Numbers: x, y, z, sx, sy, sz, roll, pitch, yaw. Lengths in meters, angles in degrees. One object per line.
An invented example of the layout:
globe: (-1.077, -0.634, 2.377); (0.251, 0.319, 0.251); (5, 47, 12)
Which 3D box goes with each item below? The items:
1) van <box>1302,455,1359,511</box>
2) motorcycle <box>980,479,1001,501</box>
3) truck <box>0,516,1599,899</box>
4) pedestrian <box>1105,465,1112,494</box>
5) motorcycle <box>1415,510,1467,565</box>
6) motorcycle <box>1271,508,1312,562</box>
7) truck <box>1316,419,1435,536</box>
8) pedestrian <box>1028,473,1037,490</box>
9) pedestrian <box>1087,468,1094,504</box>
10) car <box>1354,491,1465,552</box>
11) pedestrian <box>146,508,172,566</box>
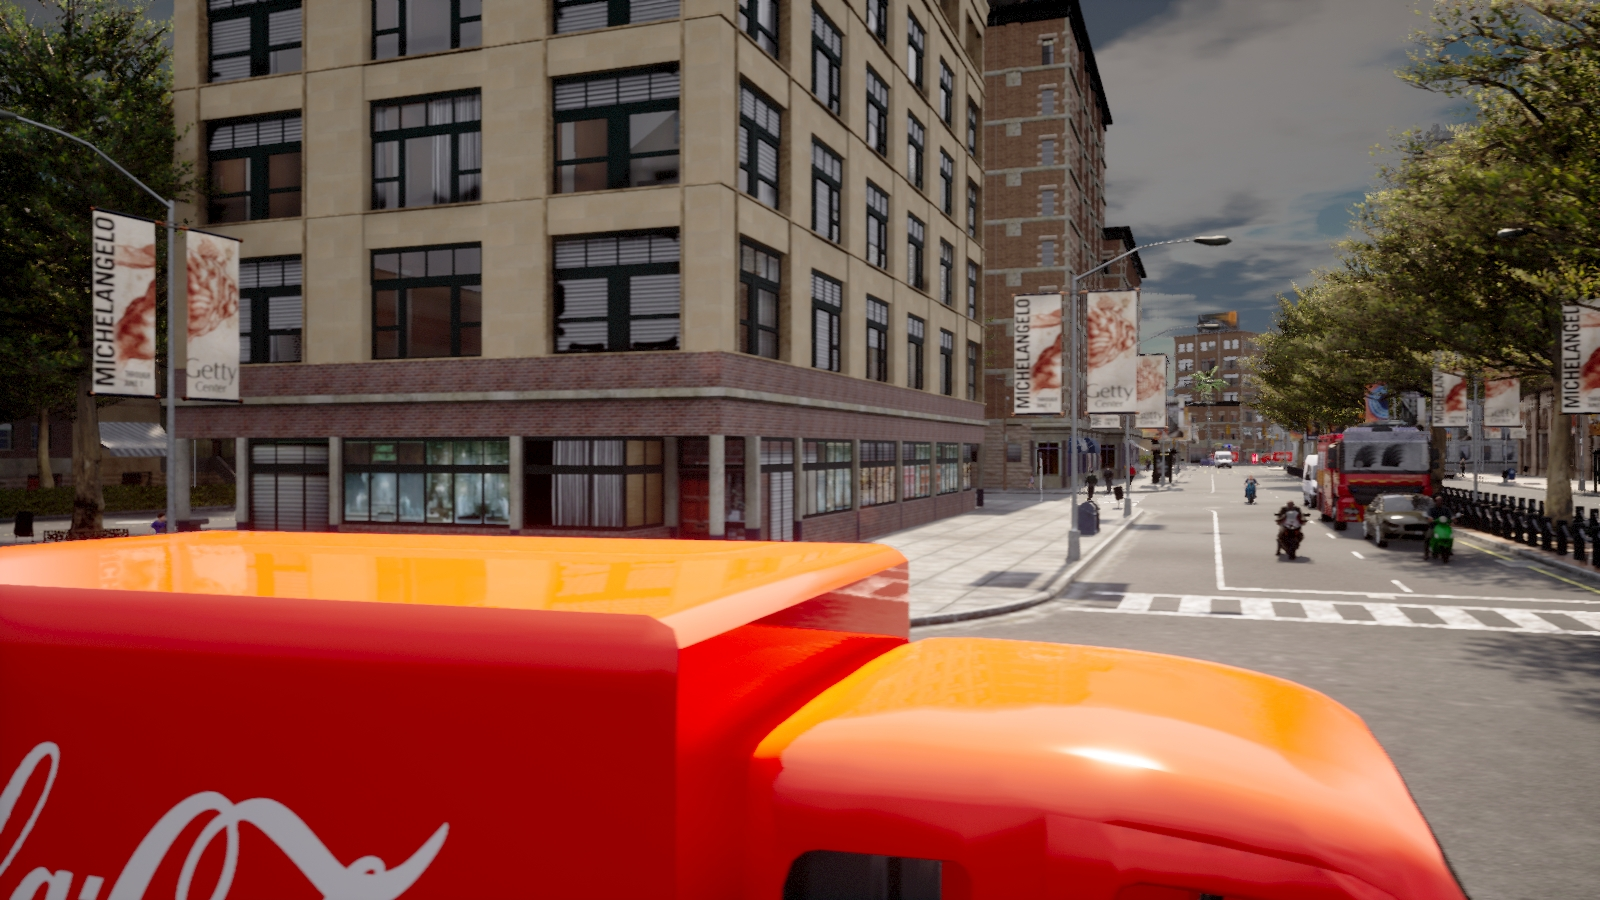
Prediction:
van: (25.934, 1.532, 56.031); (1.988, 2.561, 5.915); (0, 0, 20)
motorcycle: (10.601, 2.218, 63.542); (0.803, 1.145, 2.033); (0, 0, 20)
truck: (-0.672, 1.568, 3.619); (5.204, 2.467, 2.627); (0, 0, 19)
pedestrian: (19.409, 1.852, 71.972); (0.375, 1.860, 0.375); (0, 0, 25)
motorcycle: (16.176, 2.180, 28.877); (0.856, 1.236, 1.805); (0, 0, 20)
motorcycle: (12.869, 2.205, 29.983); (0.867, 1.251, 2.209); (0, 0, 20)
truck: (20.831, 0.889, 41.839); (2.891, 3.827, 8.468); (0, 0, 20)
pedestrian: (15.181, 2.081, 74.708); (0.500, 1.100, 0.500); (0, 0, 22)
pedestrian: (14.929, 1.852, 58.722); (0.375, 1.860, 0.375); (0, 0, 12)
car: (18.065, 2.059, 34.115); (2.231, 1.480, 4.892); (0, 0, 20)
pedestrian: (-14.683, 1.986, 26.175); (0.375, 1.300, 0.375); (0, 0, 9)
